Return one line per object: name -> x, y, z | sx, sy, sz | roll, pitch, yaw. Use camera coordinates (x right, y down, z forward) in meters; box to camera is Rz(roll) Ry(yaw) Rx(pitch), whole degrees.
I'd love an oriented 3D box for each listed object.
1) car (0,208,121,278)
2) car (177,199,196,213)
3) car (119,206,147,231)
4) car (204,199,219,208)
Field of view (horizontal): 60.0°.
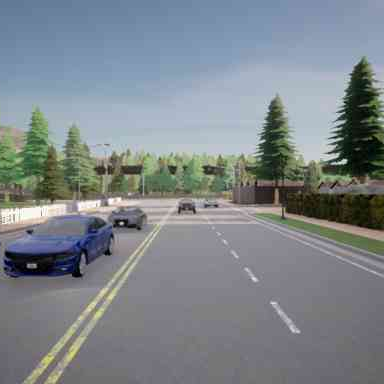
car -> -3.798, 1.478, 10.385 | 1.882, 1.535, 5.008 | 0, 0, 0
car -> -0.580, 1.526, 37.072 | 1.812, 1.442, 4.674 | 0, 0, -1
car -> -3.918, 1.564, 20.362 | 1.994, 1.385, 4.181 | 0, 0, -1
car -> 2.699, 1.601, 47.713 | 1.895, 1.301, 4.718 | 0, 0, -1
